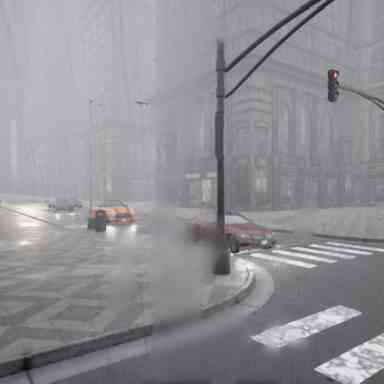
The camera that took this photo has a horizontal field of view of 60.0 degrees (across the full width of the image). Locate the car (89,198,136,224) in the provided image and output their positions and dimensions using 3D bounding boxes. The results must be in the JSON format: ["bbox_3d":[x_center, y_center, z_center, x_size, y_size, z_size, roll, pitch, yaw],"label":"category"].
[{"bbox_3d":[-5.922,1.340,24.497,2.097,1.767,4.553,0,0,-35],"label":"car"}]

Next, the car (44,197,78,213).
[{"bbox_3d":[-14.379,1.467,36.397,1.837,1.490,4.892,0,1,-35],"label":"car"}]

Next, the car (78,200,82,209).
[{"bbox_3d":[-16.222,1.487,44.385,2.033,1.411,5.357,0,0,-35],"label":"car"}]

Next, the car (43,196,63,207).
[{"bbox_3d":[-21.862,1.445,52.200,1.812,1.442,4.674,0,0,-35],"label":"car"}]

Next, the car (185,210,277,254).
[{"bbox_3d":[1.375,1.515,13.763,1.812,1.442,4.674,0,0,-31],"label":"car"}]
